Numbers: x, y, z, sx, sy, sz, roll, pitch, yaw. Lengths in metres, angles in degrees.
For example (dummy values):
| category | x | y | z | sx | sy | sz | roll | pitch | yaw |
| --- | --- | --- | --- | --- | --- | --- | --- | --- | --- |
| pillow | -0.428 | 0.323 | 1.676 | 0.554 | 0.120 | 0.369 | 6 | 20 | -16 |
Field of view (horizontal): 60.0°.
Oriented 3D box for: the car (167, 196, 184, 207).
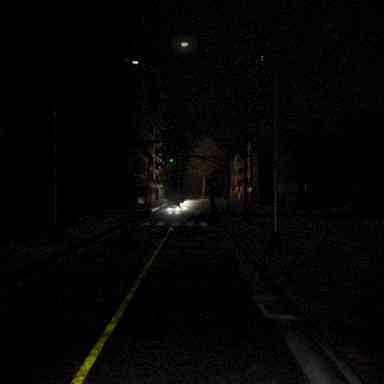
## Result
| category | x | y | z | sx | sy | sz | roll | pitch | yaw |
| --- | --- | --- | --- | --- | --- | --- | --- | --- | --- |
| car | -2.647 | 1.423 | 49.039 | 2.128 | 1.511 | 4.902 | 0 | 0 | 0 |

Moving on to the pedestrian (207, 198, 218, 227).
| category | x | y | z | sx | sy | sz | roll | pitch | yaw |
| --- | --- | --- | --- | --- | --- | --- | --- | --- | --- |
| pedestrian | 1.284 | 1.278 | 20.972 | 0.375 | 1.860 | 0.375 | 0 | 0 | 0 |

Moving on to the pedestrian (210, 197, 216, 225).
| category | x | y | z | sx | sy | sz | roll | pitch | yaw |
| --- | --- | --- | --- | --- | --- | --- | --- | --- | --- |
| pedestrian | 1.386 | 1.276 | 22.173 | 0.375 | 1.860 | 0.375 | 0 | 0 | 0 |

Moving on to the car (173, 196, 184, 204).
| category | x | y | z | sx | sy | sz | roll | pitch | yaw |
| --- | --- | --- | --- | --- | --- | --- | --- | --- | --- |
| car | -2.532 | 1.506 | 64.706 | 1.895 | 1.301 | 4.718 | 0 | 0 | 1 |

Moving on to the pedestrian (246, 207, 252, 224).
| category | x | y | z | sx | sy | sz | roll | pitch | yaw |
| --- | --- | --- | --- | --- | --- | --- | --- | --- | --- |
| pedestrian | 3.745 | 1.504 | 21.561 | 0.500 | 1.100 | 0.500 | 0 | 0 | 0 |

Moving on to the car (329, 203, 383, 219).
| category | x | y | z | sx | sy | sz | roll | pitch | yaw |
| --- | --- | --- | --- | --- | --- | --- | --- | --- | --- |
| car | 14.000 | 1.572 | 27.697 | 4.829 | 1.417 | 1.752 | 0 | -1 | 0 |
